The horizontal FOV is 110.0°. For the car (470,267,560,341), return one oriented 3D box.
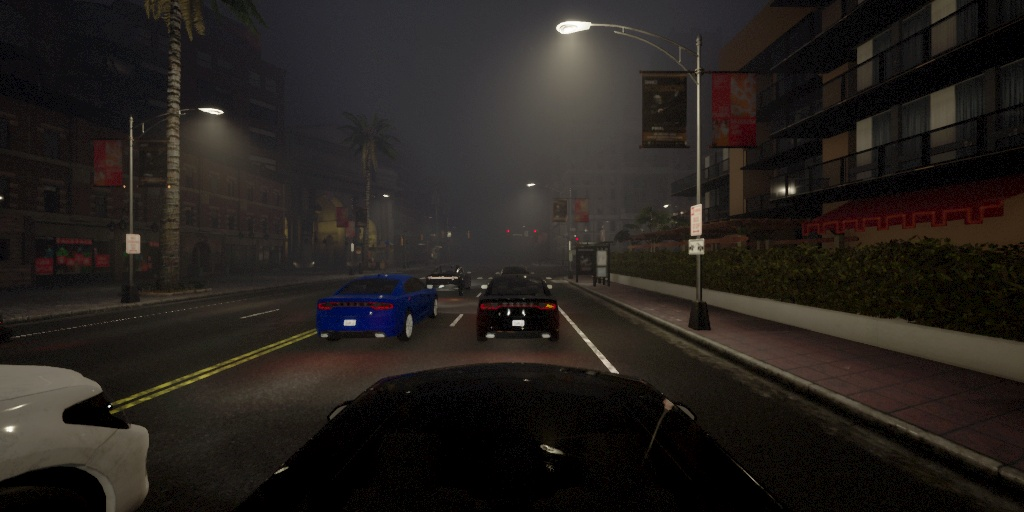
[{"bbox_3d":[0.137,1.228,9.854,1.882,1.535,5.008,0,0,0],"label":"car"}]

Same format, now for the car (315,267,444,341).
[{"bbox_3d":[-3.359,1.228,9.889,1.882,1.535,5.008,0,0,0],"label":"car"}]

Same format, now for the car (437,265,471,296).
[{"bbox_3d":[-3.331,1.242,19.394,2.128,1.511,4.902,0,0,0],"label":"car"}]

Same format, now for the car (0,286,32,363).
[{"bbox_3d":[-10.591,1.297,4.465,2.033,1.411,5.357,0,0,0],"label":"car"}]
